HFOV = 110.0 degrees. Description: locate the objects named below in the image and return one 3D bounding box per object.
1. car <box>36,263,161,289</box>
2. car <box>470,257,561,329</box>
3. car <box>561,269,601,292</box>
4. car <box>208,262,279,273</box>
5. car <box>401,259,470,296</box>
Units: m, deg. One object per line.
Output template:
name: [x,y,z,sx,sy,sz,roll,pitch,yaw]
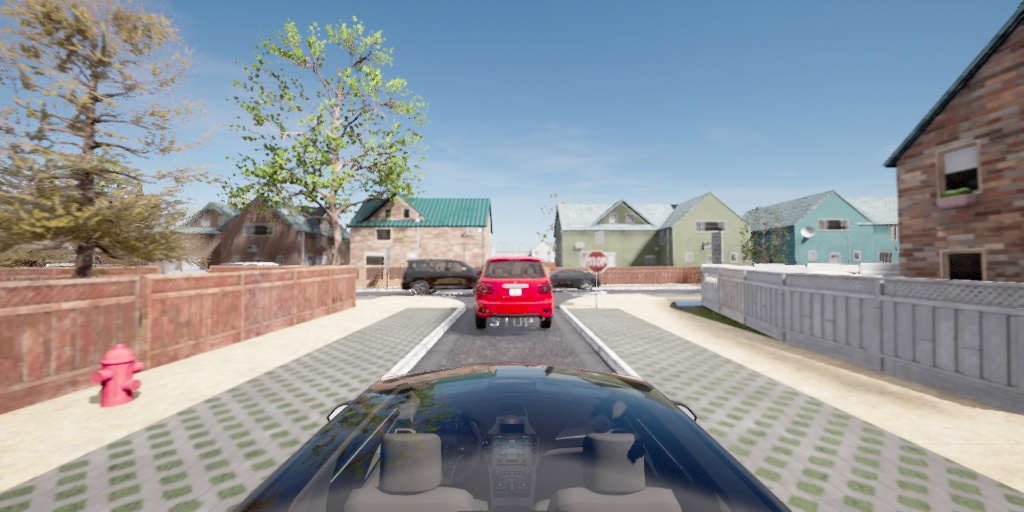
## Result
car: [-23.288,1.413,20.300,5.566,2.045,2.150,-1,-2,1]
car: [-0.025,1.073,11.803,2.150,2.045,5.566,0,-1,-2]
car: [3.291,1.549,22.885,4.674,1.442,1.812,-1,-2,1]
car: [-17.815,1.457,23.175,5.566,2.045,2.150,-1,-2,1]
car: [-3.322,1.205,20.030,5.566,2.045,2.150,0,-2,1]
